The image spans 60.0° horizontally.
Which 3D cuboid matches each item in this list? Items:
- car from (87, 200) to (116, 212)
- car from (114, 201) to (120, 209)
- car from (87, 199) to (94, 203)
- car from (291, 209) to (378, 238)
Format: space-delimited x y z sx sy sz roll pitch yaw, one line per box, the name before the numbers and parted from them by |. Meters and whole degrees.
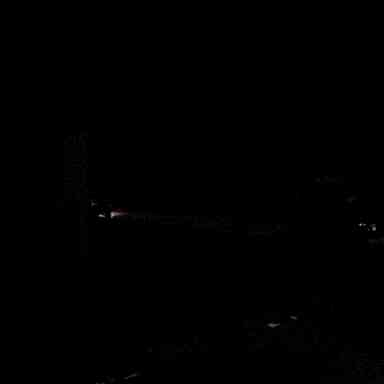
car | -13.620 2.360 49.985 1.895 1.301 4.718 -1 1 -35
car | -14.215 2.250 57.093 1.895 1.301 4.718 -1 1 -35
car | -20.214 2.082 65.433 1.837 1.490 4.892 -1 1 -36
car | 8.170 1.734 19.519 2.128 1.511 4.902 -1 0 -36
